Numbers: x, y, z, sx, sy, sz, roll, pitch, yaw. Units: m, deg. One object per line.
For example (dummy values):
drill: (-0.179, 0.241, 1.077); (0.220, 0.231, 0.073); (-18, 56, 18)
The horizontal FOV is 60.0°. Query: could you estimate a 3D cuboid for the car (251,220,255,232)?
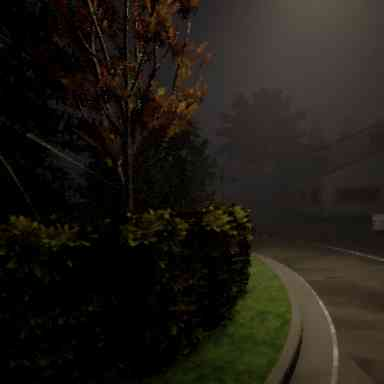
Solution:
car: (1.387, 1.901, 20.233); (2.033, 1.411, 5.357); (0, -1, -35)
